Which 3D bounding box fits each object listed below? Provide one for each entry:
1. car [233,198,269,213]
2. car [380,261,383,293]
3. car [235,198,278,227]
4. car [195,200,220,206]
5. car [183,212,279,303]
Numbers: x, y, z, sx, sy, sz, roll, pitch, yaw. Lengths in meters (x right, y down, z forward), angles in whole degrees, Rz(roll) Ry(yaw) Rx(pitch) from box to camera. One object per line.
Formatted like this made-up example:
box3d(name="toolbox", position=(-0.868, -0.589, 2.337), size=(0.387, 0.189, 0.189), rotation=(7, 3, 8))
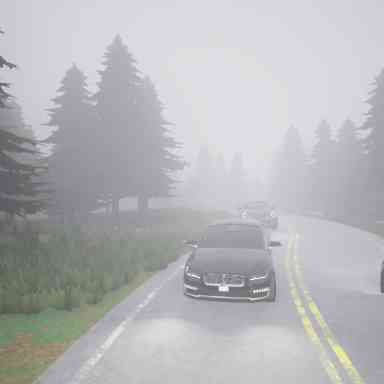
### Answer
box3d(name="car", position=(6.228, 1.410, 35.737), size=(1.837, 1.490, 4.892), rotation=(2, -1, -16))
box3d(name="car", position=(4.497, 1.308, 4.646), size=(2.097, 1.767, 4.553), rotation=(-1, 0, 8))
box3d(name="car", position=(3.891, 1.270, 20.369), size=(2.097, 1.767, 4.553), rotation=(-1, 0, 5))
box3d(name="car", position=(1.951, 1.799, 44.865), size=(1.812, 1.442, 4.674), rotation=(3, -5, -35))
box3d(name="car", position=(1.097, 1.496, 8.418), size=(1.837, 1.490, 4.892), rotation=(-1, 0, 12))
